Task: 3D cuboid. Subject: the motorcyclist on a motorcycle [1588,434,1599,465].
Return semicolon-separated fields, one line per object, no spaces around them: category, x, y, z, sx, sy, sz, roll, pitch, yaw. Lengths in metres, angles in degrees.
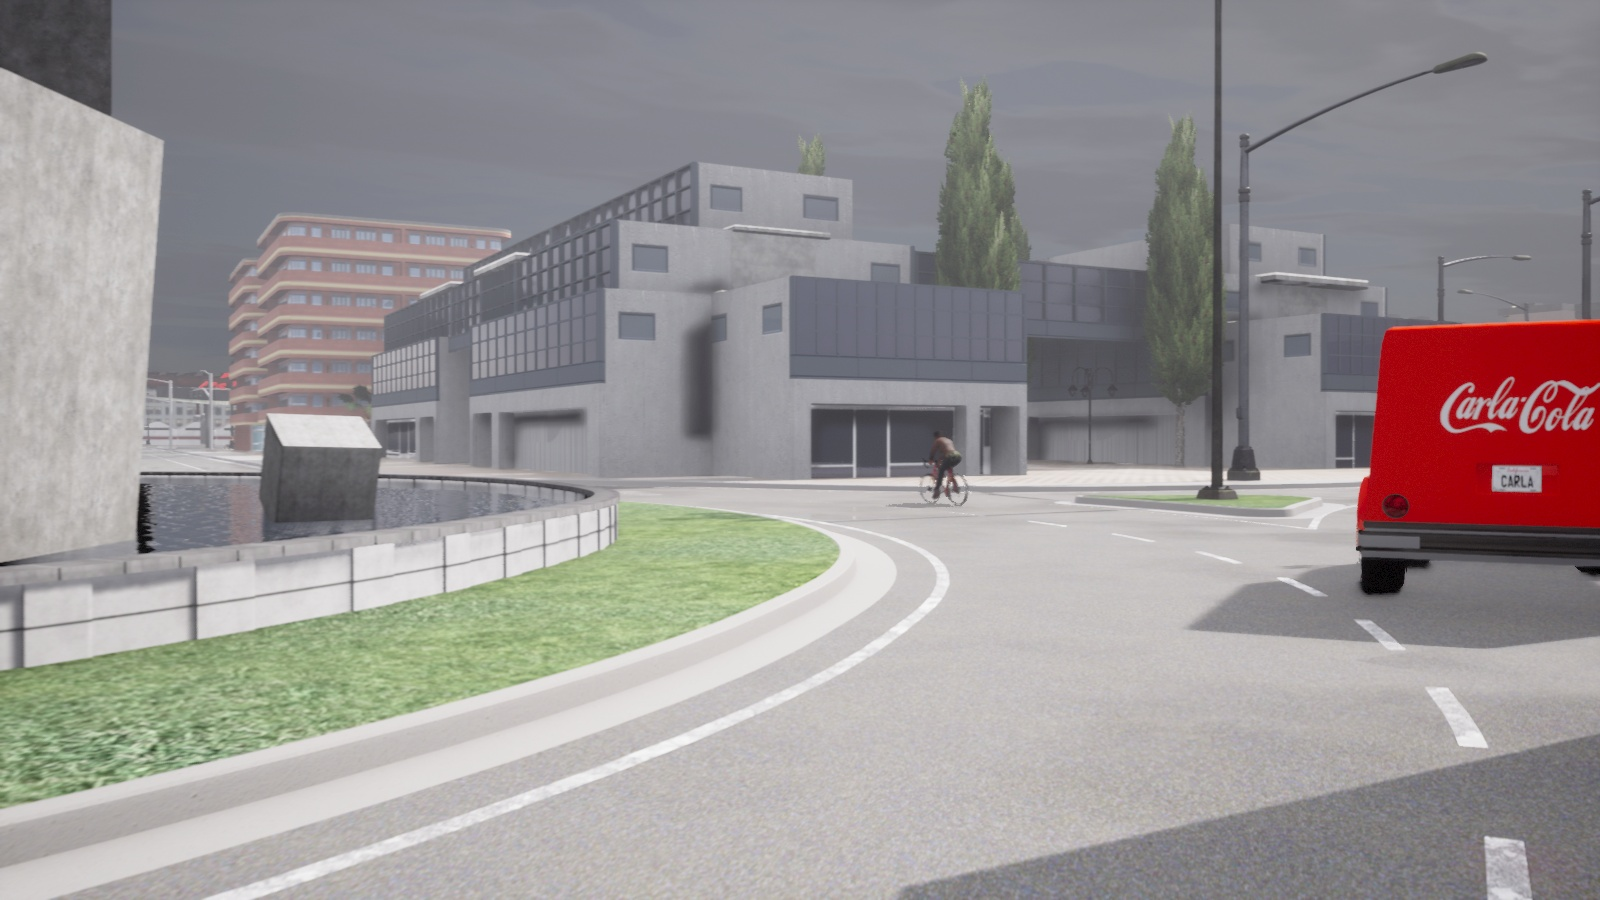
motorcyclist on a motorcycle;43.108;-0.028;66.392;0.766;1.649;2.350;0;1;-30

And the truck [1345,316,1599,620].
truck;7.152;0.122;12.763;2.627;2.467;5.204;0;1;27

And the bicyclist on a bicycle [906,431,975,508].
bicyclist on a bicycle;3.036;0.403;27.242;0.582;1.620;1.656;-1;1;-32
